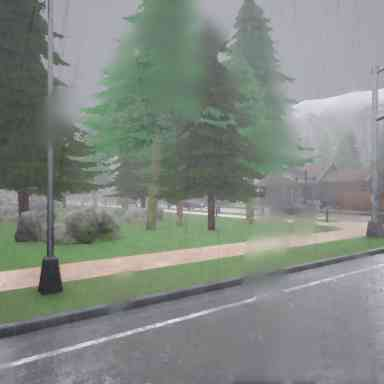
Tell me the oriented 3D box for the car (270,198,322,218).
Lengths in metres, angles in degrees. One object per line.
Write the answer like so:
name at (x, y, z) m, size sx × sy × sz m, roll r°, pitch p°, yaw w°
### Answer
car at (9.296, 1.560, 30.686) m, size 1.994 × 1.385 × 4.181 m, roll 0°, pitch 0°, yaw -37°

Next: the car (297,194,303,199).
car at (14.849, 1.176, 44.174) m, size 3.866 × 1.878 × 1.905 m, roll 0°, pitch 0°, yaw -37°

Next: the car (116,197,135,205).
car at (-11.274, 1.597, 57.210) m, size 1.994 × 1.385 × 4.181 m, roll 0°, pitch 0°, yaw -43°

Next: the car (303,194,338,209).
car at (16.675, 1.174, 42.403) m, size 4.605 × 1.855 × 1.932 m, roll 0°, pitch 0°, yaw -37°

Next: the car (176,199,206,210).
car at (-0.188, 1.487, 43.268) m, size 2.128 × 1.511 × 4.902 m, roll 0°, pitch 0°, yaw -37°
